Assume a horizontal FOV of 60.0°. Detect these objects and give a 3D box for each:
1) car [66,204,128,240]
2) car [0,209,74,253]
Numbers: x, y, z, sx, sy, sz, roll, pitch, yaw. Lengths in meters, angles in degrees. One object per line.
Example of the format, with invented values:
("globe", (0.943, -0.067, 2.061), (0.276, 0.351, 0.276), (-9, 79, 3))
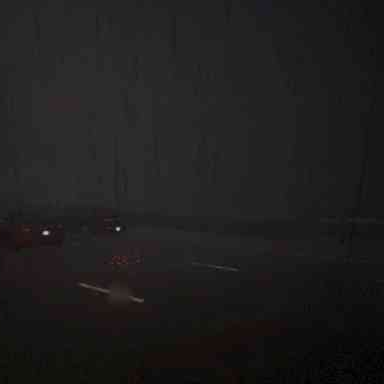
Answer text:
("car", (-5.297, 1.377, 16.367), (4.892, 1.490, 1.837), (1, 0, 36))
("car", (-6.935, 1.442, 13.236), (4.181, 1.385, 1.994), (1, 0, 36))
